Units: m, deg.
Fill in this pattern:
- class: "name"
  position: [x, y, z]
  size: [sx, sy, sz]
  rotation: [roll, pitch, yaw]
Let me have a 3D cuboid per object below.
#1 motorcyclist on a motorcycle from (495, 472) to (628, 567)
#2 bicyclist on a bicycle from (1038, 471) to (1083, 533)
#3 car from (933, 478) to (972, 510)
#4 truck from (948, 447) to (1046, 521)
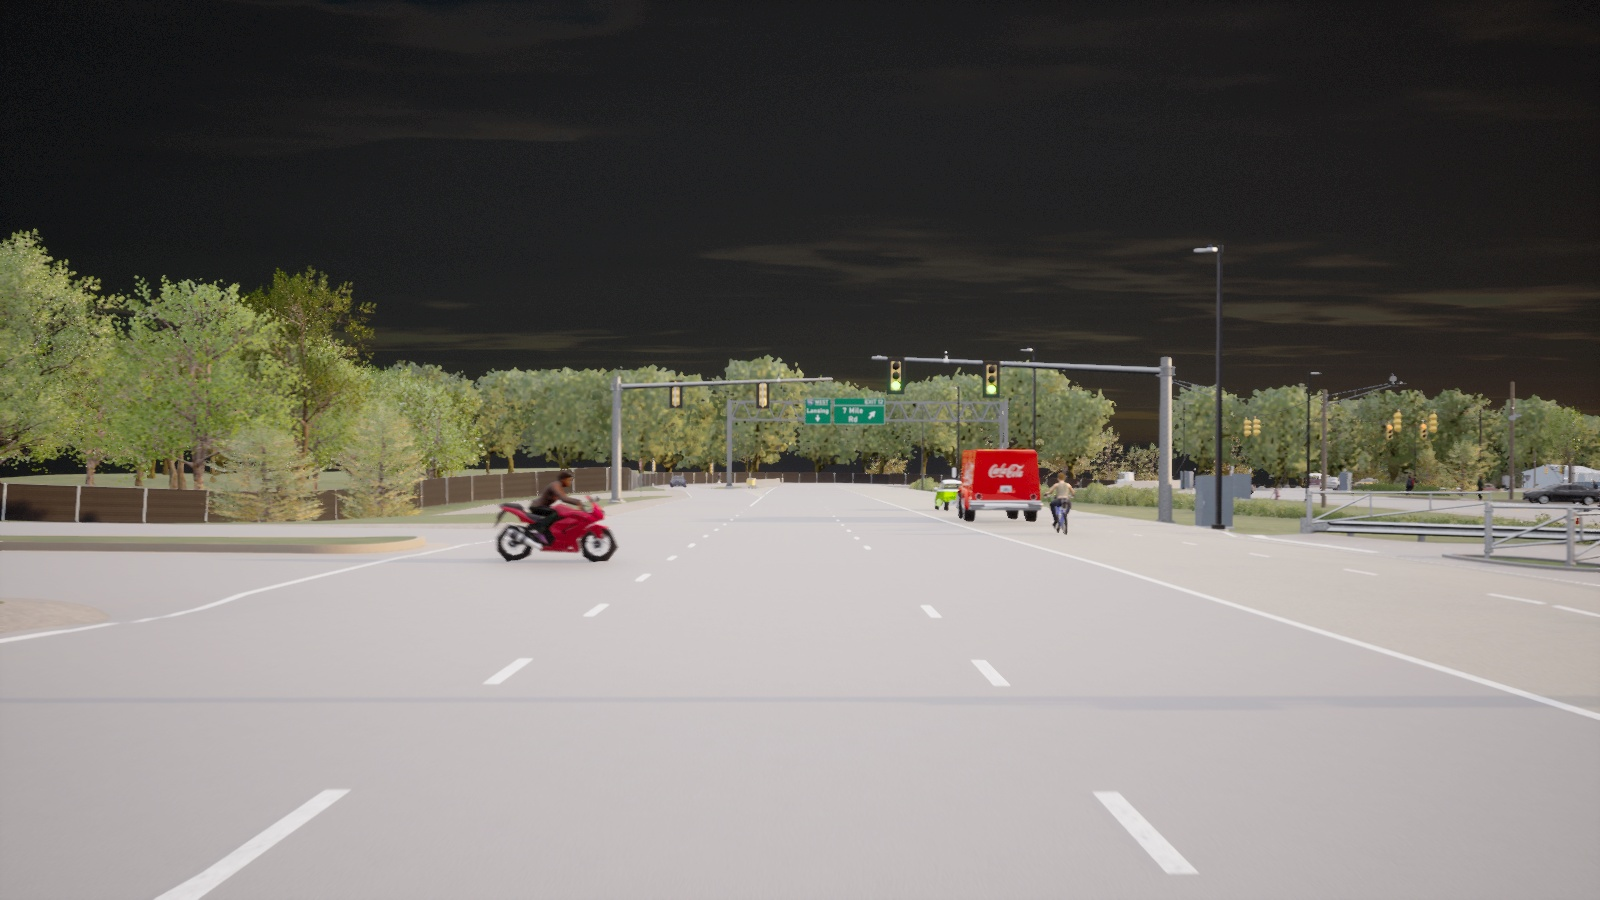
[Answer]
- class: "motorcyclist on a motorcycle"
  position: [-3.947, 1.140, 20.892]
  size: [2.044, 1.523, 0.797]
  rotation: [0, -1, 0]
- class: "bicyclist on a bicycle"
  position: [6.903, 1.363, 33.316]
  size: [0.866, 1.612, 1.509]
  rotation: [0, -1, 0]
- class: "car"
  position: [6.833, 1.960, 56.545]
  size: [1.481, 1.376, 2.207]
  rotation: [0, -1, 0]
- class: "truck"
  position: [6.866, 1.189, 44.459]
  size: [2.627, 2.467, 5.204]
  rotation: [0, -1, 0]
